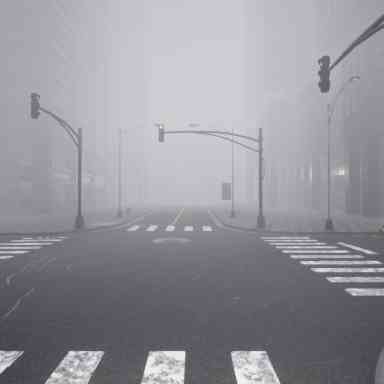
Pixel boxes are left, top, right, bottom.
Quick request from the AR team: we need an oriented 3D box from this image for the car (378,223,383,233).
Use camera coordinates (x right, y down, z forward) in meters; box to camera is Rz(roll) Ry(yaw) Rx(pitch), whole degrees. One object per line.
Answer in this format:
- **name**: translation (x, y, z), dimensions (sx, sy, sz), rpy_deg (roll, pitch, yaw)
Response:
- **car**: translation (11.755, 1.564, 16.220), dimensions (4.829, 1.417, 1.752), rpy_deg (0, -1, 0)
